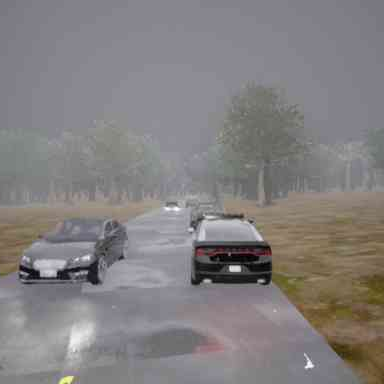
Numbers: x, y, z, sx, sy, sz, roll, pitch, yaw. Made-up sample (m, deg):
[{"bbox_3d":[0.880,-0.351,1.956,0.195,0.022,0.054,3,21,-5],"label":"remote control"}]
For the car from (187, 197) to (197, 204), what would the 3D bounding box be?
[{"bbox_3d":[0.053,1.634,64.214,1.895,1.301,4.718,0,0,0],"label":"car"}]

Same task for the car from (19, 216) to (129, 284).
[{"bbox_3d":[-3.086,1.487,9.607,2.128,1.511,4.902,0,0,0],"label":"car"}]

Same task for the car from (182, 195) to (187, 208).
[{"bbox_3d":[0.074,1.505,47.739,2.128,1.511,4.902,0,0,1],"label":"car"}]

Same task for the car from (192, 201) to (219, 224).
[{"bbox_3d":[0.942,1.503,25.505,1.837,1.490,4.892,0,0,0],"label":"car"}]

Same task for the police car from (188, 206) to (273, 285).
[{"bbox_3d":[0.914,1.421,9.614,1.930,1.638,5.238,0,0,0],"label":"police car"}]

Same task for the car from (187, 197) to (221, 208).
[{"bbox_3d":[0.931,1.347,19.476,2.097,1.767,4.553,0,0,0],"label":"car"}]

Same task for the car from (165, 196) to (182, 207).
[{"bbox_3d":[-3.008,1.616,50.294,1.895,1.301,4.718,0,0,0],"label":"car"}]
